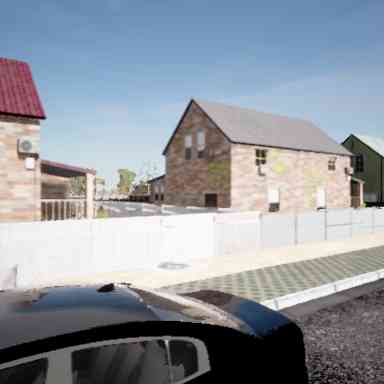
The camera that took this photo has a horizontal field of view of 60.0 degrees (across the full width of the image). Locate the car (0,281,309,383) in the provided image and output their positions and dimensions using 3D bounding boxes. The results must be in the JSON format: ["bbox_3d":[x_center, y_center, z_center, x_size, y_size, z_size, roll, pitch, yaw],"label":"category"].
[{"bbox_3d":[-1.337,1.478,2.118,5.008,1.535,1.882,0,0,-35],"label":"car"}]
